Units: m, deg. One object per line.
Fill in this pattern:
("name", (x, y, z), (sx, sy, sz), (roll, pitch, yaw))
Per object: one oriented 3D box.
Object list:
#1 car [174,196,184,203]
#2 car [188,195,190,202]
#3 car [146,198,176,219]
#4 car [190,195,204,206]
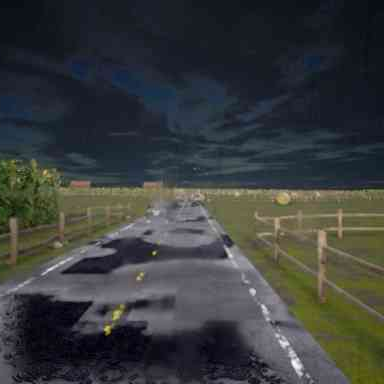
("car", (-2.768, 1.504, 70.247), (1.882, 1.535, 5.008), (0, 0, 0))
("car", (-0.019, 1.438, 73.633), (2.128, 1.511, 4.902), (0, 0, 0))
("car", (-2.855, 1.516, 29.169), (2.128, 1.511, 4.902), (0, 0, 0))
("car", (0.948, 1.566, 54.556), (1.812, 1.442, 4.674), (0, 0, 0))
